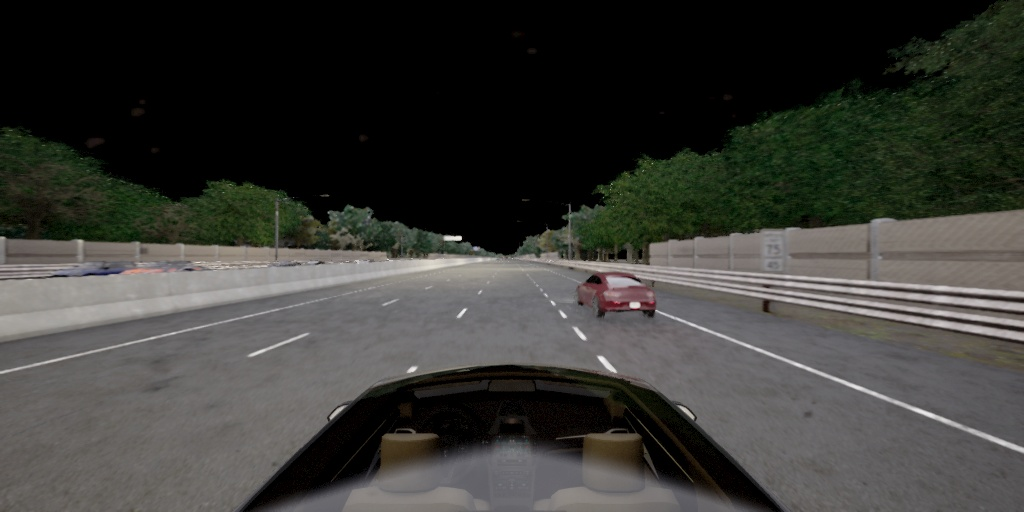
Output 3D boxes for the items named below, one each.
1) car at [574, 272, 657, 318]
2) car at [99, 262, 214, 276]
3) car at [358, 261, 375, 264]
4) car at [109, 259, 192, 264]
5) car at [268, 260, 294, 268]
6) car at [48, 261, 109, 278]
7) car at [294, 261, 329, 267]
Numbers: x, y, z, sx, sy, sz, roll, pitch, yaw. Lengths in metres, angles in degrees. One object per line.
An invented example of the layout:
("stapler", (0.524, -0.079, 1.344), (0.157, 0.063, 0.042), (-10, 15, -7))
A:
("car", (3.547, 1.282, 12.847), (1.812, 1.442, 4.674), (0, 0, -2))
("car", (-17.608, 1.247, 18.754), (2.128, 1.511, 4.902), (0, 0, 0))
("car", (-17.624, 1.296, 43.248), (1.812, 1.442, 4.674), (0, 0, 0))
("car", (-24.611, 1.108, 25.266), (2.097, 1.767, 4.553), (0, 0, 0))
("car", (-28.119, 1.265, 44.511), (2.128, 1.511, 4.902), (0, 0, 0))
("car", (-28.107, 1.108, 24.453), (2.097, 1.767, 4.553), (0, 0, 0))
("car", (-24.618, 1.308, 44.854), (1.812, 1.442, 4.674), (0, 0, 0))
